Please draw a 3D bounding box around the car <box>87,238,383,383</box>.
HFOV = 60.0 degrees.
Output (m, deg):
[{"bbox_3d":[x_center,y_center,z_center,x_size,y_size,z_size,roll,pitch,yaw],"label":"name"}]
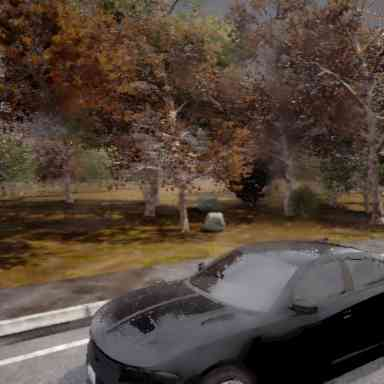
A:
[{"bbox_3d":[1.208,1.437,4.409,5.008,1.535,1.882,0,1,-30],"label":"car"}]
